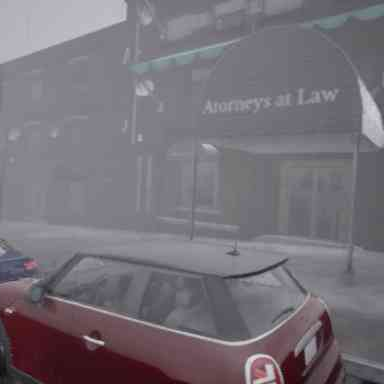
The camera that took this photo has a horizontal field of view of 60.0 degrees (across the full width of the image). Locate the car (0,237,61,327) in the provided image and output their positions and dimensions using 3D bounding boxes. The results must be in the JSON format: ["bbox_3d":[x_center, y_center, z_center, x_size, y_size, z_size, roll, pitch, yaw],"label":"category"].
[{"bbox_3d":[-5.152,1.571,7.195,4.674,1.452,2.002,0,0,35],"label":"car"}]
